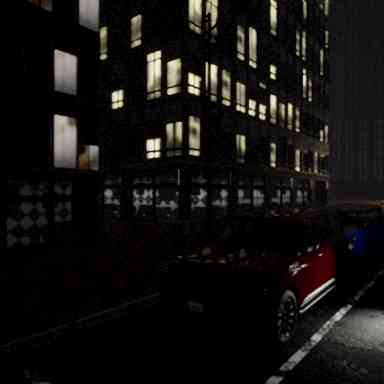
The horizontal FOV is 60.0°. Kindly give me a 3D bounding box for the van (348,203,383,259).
[{"bbox_3d":[5.227,1.296,11.037,1.690,1.788,3.998,1,1,39],"label":"van"}]

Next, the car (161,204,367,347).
[{"bbox_3d":[1.639,1.291,6.627,2.192,1.841,5.009,1,1,39],"label":"car"}]
